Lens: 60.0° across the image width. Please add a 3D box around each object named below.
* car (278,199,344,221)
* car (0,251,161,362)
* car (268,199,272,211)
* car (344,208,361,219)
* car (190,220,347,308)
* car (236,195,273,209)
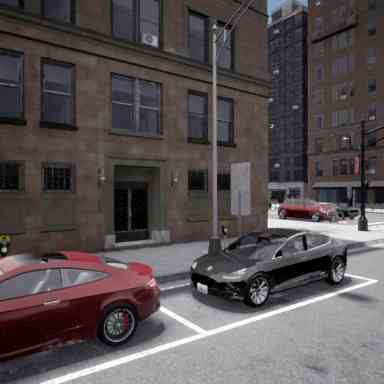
[{"bbox_3d":[9.046,1.341,26.170,2.097,1.767,4.553,0,0,-36],"label":"car"},{"bbox_3d":[-2.457,1.582,4.782,4.206,1.307,1.802,0,0,-35],"label":"car"},{"bbox_3d":[6.099,1.457,35.712,1.837,1.490,4.892,0,0,-36],"label":"car"},{"bbox_3d":[11.593,1.580,28.192,1.895,1.301,4.718,0,0,-36],"label":"car"},{"bbox_3d":[1.981,1.566,7.947,4.313,1.339,1.947,0,0,-35],"label":"car"},{"bbox_3d":[8.256,1.269,44.113,2.097,1.767,4.553,0,0,-36],"label":"car"}]
